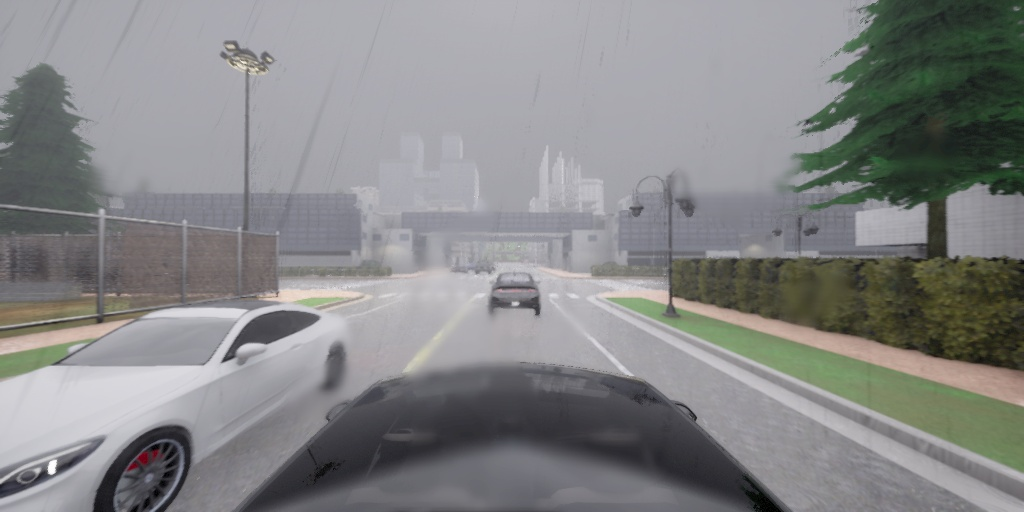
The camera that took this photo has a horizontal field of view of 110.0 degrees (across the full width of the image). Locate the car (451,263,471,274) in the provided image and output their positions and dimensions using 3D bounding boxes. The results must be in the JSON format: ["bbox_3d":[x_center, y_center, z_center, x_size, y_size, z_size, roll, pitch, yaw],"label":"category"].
[{"bbox_3d":[-7.693,1.974,53.059,1.994,1.385,4.181,0,-1,0],"label":"car"}]

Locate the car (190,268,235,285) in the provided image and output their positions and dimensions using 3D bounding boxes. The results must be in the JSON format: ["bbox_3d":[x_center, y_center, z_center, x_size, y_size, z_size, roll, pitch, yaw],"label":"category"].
[{"bbox_3d":[-24.730,1.663,28.648,4.181,1.385,1.994,0,-1,1],"label":"car"}]

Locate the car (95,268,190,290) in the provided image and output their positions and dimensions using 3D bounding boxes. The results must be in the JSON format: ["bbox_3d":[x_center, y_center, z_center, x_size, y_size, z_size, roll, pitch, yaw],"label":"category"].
[{"bbox_3d":[-26.154,1.547,25.162,4.902,1.511,2.128,0,-1,1],"label":"car"}]

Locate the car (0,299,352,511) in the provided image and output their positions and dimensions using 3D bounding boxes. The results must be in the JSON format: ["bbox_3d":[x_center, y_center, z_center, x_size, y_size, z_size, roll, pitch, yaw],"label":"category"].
[{"bbox_3d":[-3.577,1.307,4.244,1.812,1.442,4.674,0,-1,0],"label":"car"}]

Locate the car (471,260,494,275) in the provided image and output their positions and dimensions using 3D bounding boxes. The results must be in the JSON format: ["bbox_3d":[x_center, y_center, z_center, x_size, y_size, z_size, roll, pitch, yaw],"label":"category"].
[{"bbox_3d":[-4.203,1.629,52.699,2.150,2.045,5.566,0,-1,0],"label":"car"}]

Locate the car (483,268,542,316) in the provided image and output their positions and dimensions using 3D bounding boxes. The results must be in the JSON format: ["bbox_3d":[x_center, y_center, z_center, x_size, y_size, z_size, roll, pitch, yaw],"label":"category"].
[{"bbox_3d":[0.112,1.400,14.233,2.128,1.511,4.902,0,-1,0],"label":"car"}]
